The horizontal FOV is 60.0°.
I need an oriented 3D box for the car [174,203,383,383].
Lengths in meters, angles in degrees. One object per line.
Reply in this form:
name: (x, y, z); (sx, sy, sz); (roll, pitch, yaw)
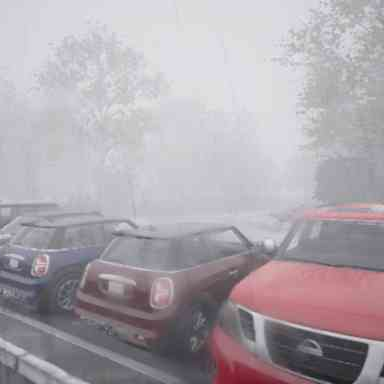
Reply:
car: (2.457, 1.226, 4.744); (2.435, 2.045, 5.566); (0, 0, 35)

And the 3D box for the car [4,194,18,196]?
car: (-19.793, 1.281, 36.627); (2.435, 2.045, 5.566); (0, 0, 35)

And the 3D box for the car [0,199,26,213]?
car: (-22.027, 1.572, 38.286); (2.163, 1.488, 4.792); (0, 0, 35)

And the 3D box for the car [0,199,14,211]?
car: (-24.330, 1.584, 39.853); (2.163, 1.488, 4.792); (0, 0, 35)

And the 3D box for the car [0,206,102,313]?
car: (-2.113, 1.359, 7.992); (2.185, 1.767, 4.553); (0, 0, 35)

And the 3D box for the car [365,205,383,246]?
car: (9.757, 1.480, 15.645); (2.231, 1.521, 4.892); (0, 0, 35)

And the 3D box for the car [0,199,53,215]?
car: (-17.508, 1.524, 35.029); (2.097, 1.535, 5.008); (0, 0, 35)

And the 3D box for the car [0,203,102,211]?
car: (-4.361, 1.362, 9.668); (2.185, 1.767, 4.553); (0, 0, 35)

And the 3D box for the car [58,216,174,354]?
car: (0.171, 1.355, 6.367); (2.185, 1.767, 4.553); (0, 0, 35)

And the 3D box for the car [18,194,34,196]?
car: (-12.985, 1.260, 31.782); (2.435, 2.045, 5.566); (0, 0, 35)

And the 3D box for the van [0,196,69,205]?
van: (-6.731, 1.265, 11.173); (1.878, 1.987, 4.442); (0, 0, 35)

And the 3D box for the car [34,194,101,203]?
car: (-10.816, 1.257, 30.240); (2.435, 2.045, 5.566); (0, 0, 35)
